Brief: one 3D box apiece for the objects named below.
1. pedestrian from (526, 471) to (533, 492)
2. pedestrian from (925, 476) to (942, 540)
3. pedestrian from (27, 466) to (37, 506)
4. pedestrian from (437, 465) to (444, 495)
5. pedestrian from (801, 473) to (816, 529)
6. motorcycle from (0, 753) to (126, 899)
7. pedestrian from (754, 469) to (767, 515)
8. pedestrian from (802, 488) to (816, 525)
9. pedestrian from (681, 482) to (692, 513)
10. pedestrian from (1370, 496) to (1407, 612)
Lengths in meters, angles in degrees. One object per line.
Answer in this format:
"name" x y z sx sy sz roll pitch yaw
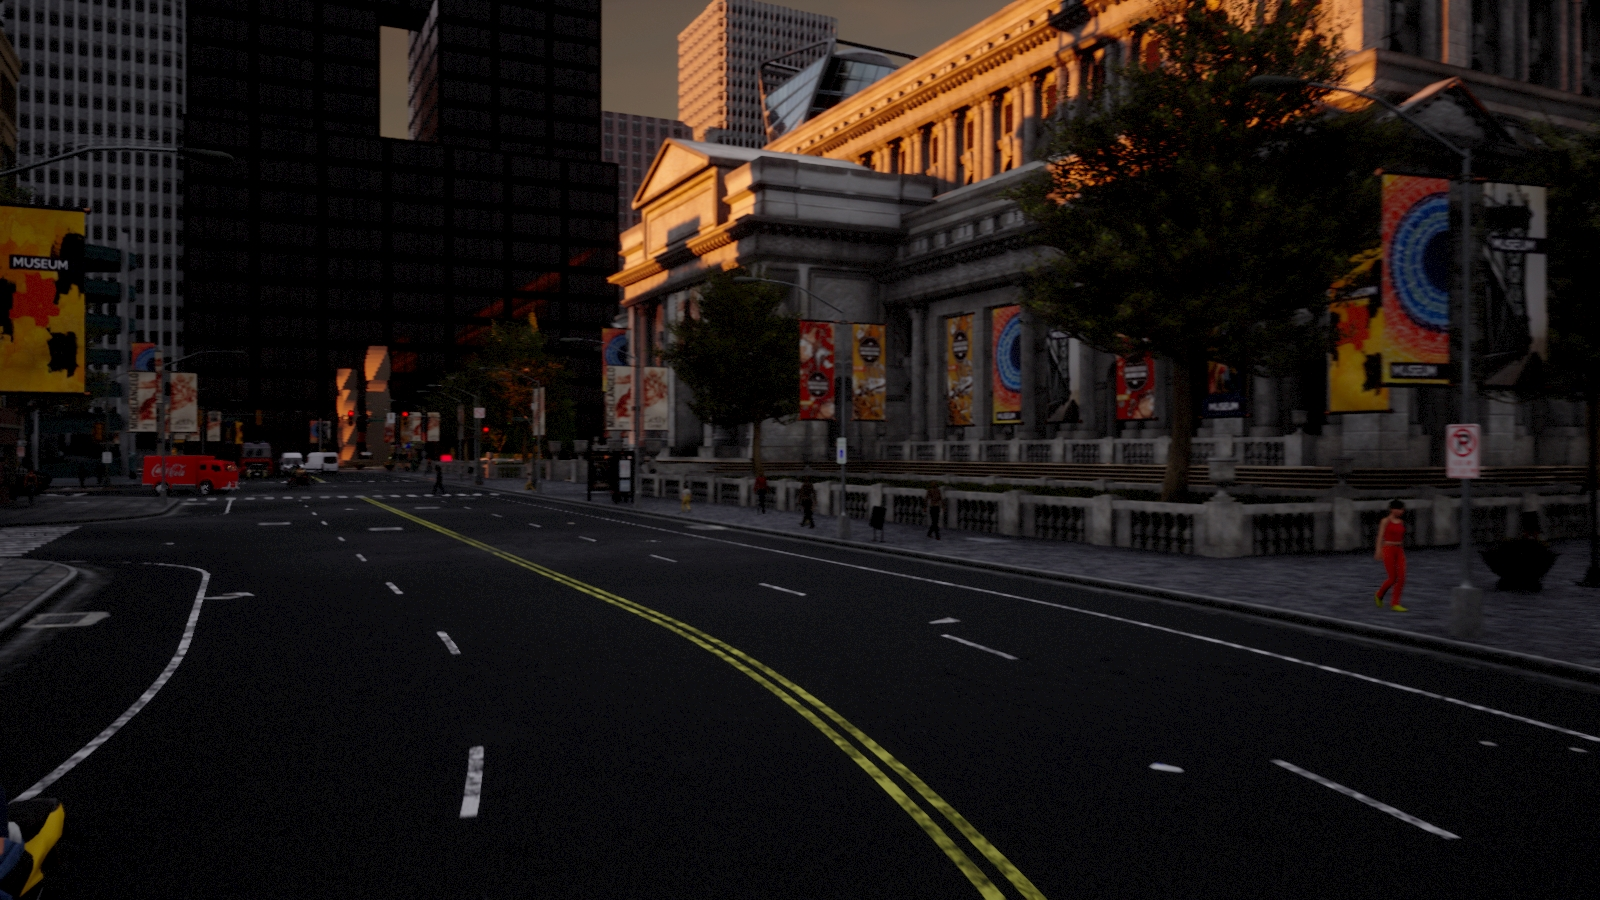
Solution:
"pedestrian" -17.091 1.989 72.255 0.375 1.300 0.375 0 0 -3
"pedestrian" 3.924 1.695 33.562 0.375 1.860 0.375 0 0 -14
"pedestrian" -36.864 1.721 54.819 0.375 1.860 0.375 0 0 -31
"pedestrian" -22.309 1.865 70.864 0.375 1.860 0.375 0 0 -22
"pedestrian" 0.275 1.696 38.175 0.375 1.860 0.375 0 0 -27
"motorcycle" -3.881 2.215 5.109 0.803 1.145 2.033 -1 0 -9
"pedestrian" -1.606 1.698 46.489 0.375 1.860 0.375 0 0 -27
"pedestrian" 0.327 1.976 40.065 0.375 1.300 0.375 0 0 -22
"pedestrian" -4.771 1.981 47.956 0.375 1.300 0.375 0 0 -26
"pedestrian" 9.658 1.691 18.751 0.375 1.860 0.375 0 0 -19
